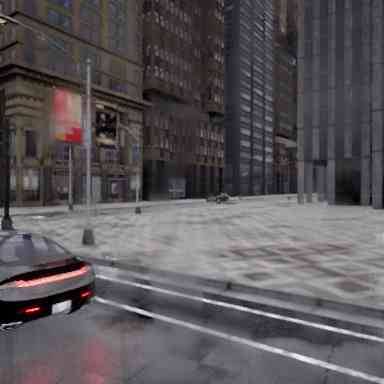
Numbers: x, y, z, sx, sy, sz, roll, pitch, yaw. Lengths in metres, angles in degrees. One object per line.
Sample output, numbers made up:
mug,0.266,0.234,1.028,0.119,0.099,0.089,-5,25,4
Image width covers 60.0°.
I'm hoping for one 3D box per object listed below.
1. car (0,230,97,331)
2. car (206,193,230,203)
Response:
car,-3.904,1.491,6.348,4.902,1.511,2.128,0,0,36
car,3.940,0.896,49.914,1.837,1.490,4.892,0,1,36
